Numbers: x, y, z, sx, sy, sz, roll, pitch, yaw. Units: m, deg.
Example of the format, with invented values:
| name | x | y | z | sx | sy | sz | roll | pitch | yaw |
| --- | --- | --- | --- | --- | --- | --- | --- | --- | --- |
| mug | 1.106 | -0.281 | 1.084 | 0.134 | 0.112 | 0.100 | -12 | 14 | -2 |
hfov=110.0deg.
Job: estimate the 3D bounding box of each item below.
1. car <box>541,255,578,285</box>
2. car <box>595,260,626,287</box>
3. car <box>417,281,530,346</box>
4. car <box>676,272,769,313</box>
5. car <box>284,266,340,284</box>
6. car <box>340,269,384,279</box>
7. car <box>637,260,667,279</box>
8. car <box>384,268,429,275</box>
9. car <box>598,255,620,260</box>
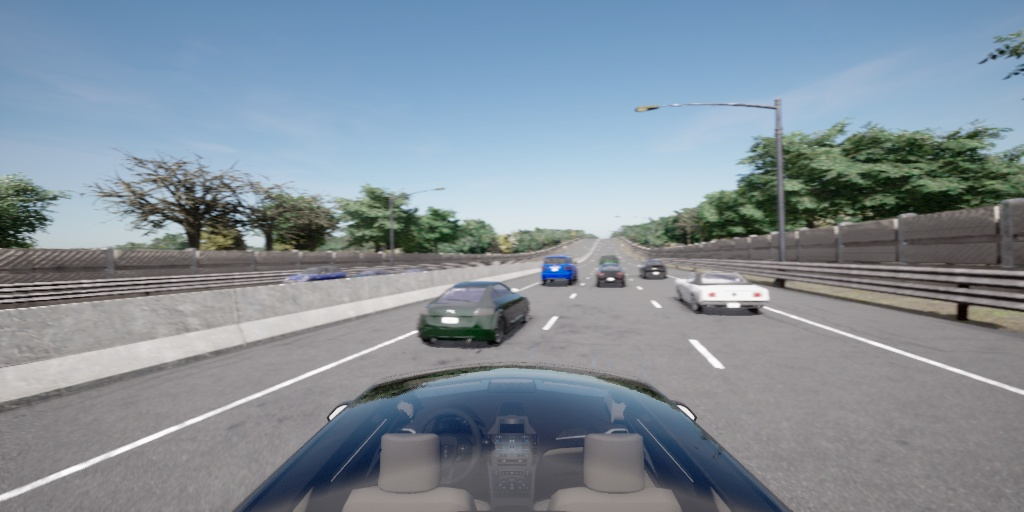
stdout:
| name | x | y | z | sx | sy | sz | roll | pitch | yaw |
| --- | --- | --- | --- | --- | --- | --- | --- | --- | --- |
| car | 3.525 | 0.998 | 26.219 | 2.150 | 2.045 | 5.566 | -2 | 0 | 15 |
| car | 6.520 | 1.210 | 23.785 | 1.812 | 1.442 | 4.674 | -2 | 0 | 15 |
| car | -0.829 | 1.365 | 9.729 | 1.994 | 1.385 | 4.181 | -2 | 0 | 15 |
| car | 7.280 | 1.205 | 13.017 | 1.895 | 1.301 | 4.718 | -2 | 0 | 15 |
| car | -14.562 | 1.600 | 26.772 | 2.097 | 1.767 | 4.553 | -2 | 0 | 15 |
| car | -10.709 | 1.718 | 27.574 | 1.994 | 1.385 | 4.181 | -2 | 0 | 15 |
| car | 11.868 | 1.092 | 30.362 | 1.837 | 1.490 | 4.892 | -2 | 0 | 15 |
| car | -7.262 | 1.625 | 26.900 | 1.994 | 1.385 | 4.181 | -2 | 0 | 15 |
| car | 10.981 | 0.907 | 40.713 | 2.150 | 2.045 | 5.566 | -2 | 0 | 15 |
